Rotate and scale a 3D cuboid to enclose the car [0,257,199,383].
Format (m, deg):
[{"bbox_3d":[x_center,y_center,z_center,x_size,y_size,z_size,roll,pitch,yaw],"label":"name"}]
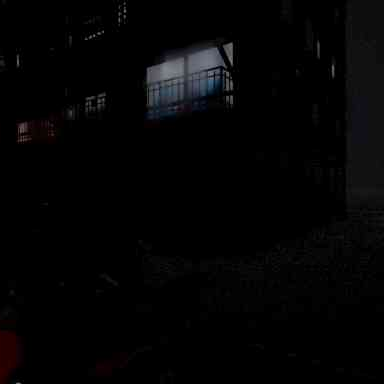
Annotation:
[{"bbox_3d":[-2.032,1.545,4.327,4.507,1.381,1.887,0,0,36],"label":"car"}]

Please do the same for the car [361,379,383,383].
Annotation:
[{"bbox_3d":[2.555,1.566,1.052,4.313,1.339,1.947,0,0,36],"label":"car"}]
